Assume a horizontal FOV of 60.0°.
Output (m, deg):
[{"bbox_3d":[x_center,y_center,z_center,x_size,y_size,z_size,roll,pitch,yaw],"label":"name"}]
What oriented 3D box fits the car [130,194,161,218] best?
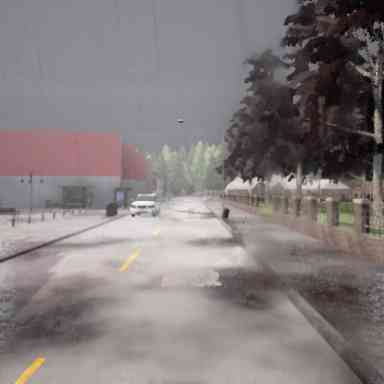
[{"bbox_3d":[-4.081,1.185,29.851,2.150,2.045,5.566,0,0,0],"label":"car"}]
